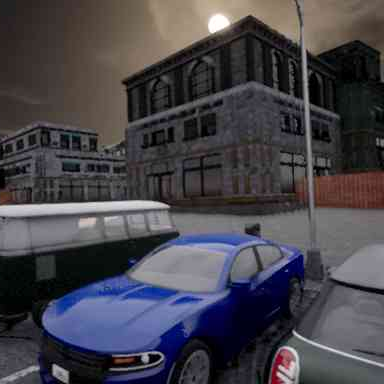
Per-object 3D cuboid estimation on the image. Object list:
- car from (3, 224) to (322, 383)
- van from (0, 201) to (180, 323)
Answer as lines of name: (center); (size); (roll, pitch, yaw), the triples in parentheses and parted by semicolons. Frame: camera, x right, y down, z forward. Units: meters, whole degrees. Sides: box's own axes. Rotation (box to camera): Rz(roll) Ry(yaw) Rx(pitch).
car: (0.218, 1.442, 5.170); (2.097, 1.535, 5.008); (1, 0, 36)
van: (-1.974, 1.196, 6.871); (1.878, 1.987, 4.442); (0, 0, 36)
